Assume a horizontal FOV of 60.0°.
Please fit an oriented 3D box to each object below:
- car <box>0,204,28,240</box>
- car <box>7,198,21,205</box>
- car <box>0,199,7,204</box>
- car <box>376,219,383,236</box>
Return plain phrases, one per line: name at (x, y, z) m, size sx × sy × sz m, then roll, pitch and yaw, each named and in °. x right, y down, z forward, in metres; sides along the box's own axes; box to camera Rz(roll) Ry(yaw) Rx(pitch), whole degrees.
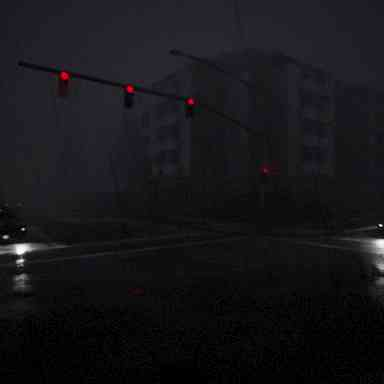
car at (-9.448, 1.522, 16.289) m, size 2.033 × 1.411 × 5.357 m, roll 0°, pitch 0°, yaw -36°
car at (-21.980, 1.485, 40.197) m, size 2.033 × 1.411 × 5.357 m, roll 0°, pitch 0°, yaw -36°
car at (-15.100, 1.315, 24.215) m, size 2.097 × 1.767 × 4.553 m, roll 0°, pitch 0°, yaw -35°
car at (11.503, 1.514, 17.065) m, size 5.357 × 1.411 × 2.033 m, roll 0°, pitch 0°, yaw -38°
